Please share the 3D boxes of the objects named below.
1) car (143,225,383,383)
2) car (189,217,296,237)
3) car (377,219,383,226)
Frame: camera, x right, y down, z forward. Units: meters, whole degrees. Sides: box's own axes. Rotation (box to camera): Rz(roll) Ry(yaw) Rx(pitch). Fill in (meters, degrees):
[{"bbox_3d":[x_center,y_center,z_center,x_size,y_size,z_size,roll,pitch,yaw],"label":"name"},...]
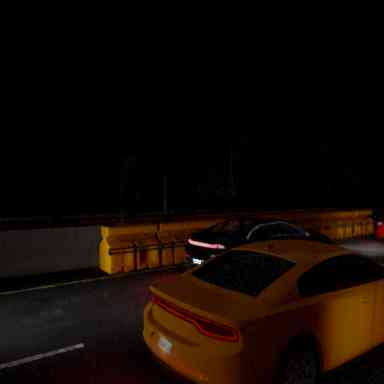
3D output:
[{"bbox_3d":[1.722,1.472,4.976,5.008,1.535,1.882,0,0,-36],"label":"car"},{"bbox_3d":[2.084,1.482,9.534,4.902,1.511,2.128,0,0,-36],"label":"car"},{"bbox_3d":[10.354,1.542,15.439,4.181,1.385,1.994,0,0,-35],"label":"car"}]
